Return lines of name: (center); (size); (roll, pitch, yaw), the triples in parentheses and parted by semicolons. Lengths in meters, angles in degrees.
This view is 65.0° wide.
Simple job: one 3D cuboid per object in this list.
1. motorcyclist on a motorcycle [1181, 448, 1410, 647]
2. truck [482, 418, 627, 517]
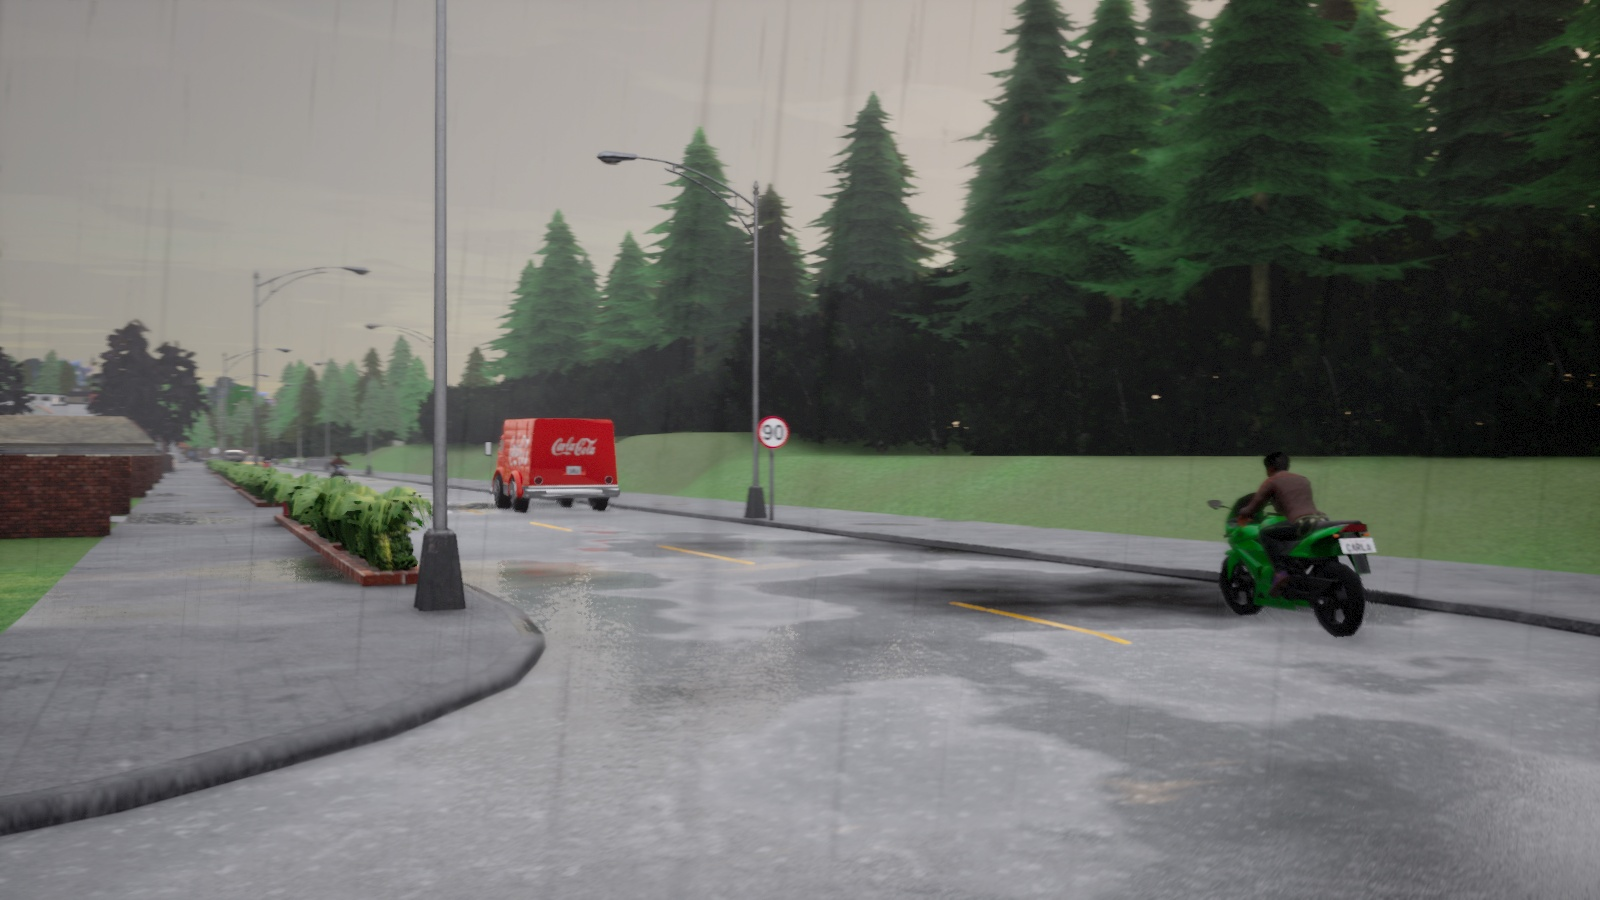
motorcyclist on a motorcycle: (4.186, 0.759, 10.823); (0.797, 1.523, 2.044); (-2, 0, -12)
truck: (-6.804, 0.434, 34.299); (2.627, 2.467, 5.204); (0, 0, -26)
